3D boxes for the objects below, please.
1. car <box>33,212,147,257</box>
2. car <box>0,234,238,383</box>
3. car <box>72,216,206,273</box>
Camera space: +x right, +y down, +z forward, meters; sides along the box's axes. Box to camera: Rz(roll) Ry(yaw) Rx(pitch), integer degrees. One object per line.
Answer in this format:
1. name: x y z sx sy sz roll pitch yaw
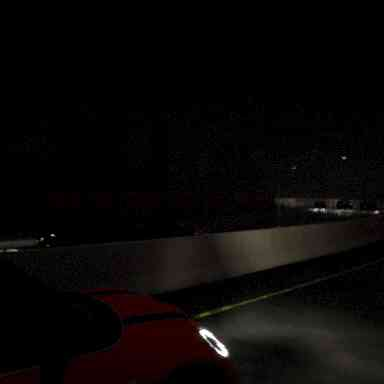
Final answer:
1. car: -4.251 1.664 14.124 4.181 1.385 1.994 1 -1 -39
2. car: -1.776 1.366 2.601 4.553 1.767 2.097 1 -1 -35
3. car: -1.752 1.653 11.668 4.181 1.385 1.994 1 -1 -39
